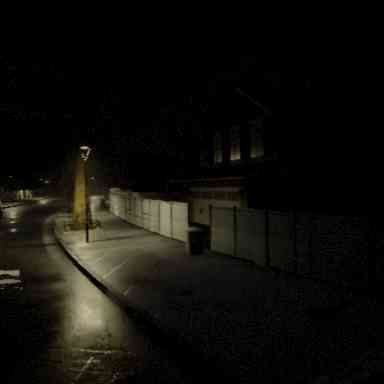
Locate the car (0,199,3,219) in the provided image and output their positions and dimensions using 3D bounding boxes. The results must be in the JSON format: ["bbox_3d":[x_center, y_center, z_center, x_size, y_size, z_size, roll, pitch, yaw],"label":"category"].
[{"bbox_3d":[-14.026,1.059,21.814,2.150,2.045,5.566,-2,3,-20],"label":"car"}]
